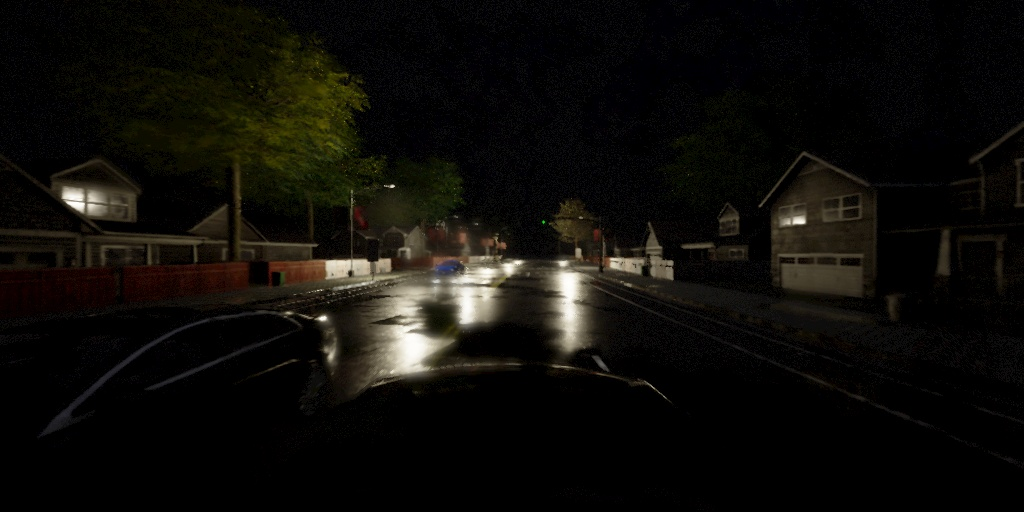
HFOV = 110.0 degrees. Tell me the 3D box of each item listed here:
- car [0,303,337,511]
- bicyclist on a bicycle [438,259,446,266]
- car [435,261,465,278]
[{"bbox_3d":[-3.329,1.238,2.981,2.128,1.511,4.902,0,0,0],"label":"car"},{"bbox_3d":[-7.434,1.111,38.203,0.866,1.612,1.509,0,0,4],"label":"bicyclist on a bicycle"},{"bbox_3d":[-5.571,1.165,32.703,1.882,1.535,5.008,0,0,4],"label":"car"}]
